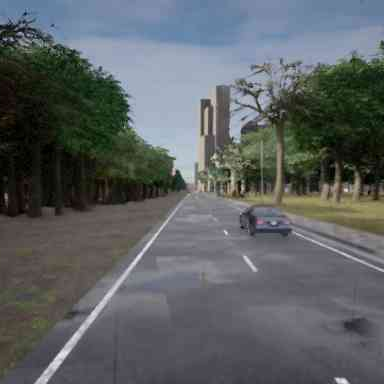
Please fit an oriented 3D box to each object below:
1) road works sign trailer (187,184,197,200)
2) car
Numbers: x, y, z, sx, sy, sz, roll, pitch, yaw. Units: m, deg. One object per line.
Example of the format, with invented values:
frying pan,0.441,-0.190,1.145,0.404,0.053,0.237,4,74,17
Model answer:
road works sign trailer,-0.006,-0.104,74.544,2.380,3.560,2.880,0,0,0
car,3.599,1.397,17.143,2.033,1.411,5.357,0,1,0
